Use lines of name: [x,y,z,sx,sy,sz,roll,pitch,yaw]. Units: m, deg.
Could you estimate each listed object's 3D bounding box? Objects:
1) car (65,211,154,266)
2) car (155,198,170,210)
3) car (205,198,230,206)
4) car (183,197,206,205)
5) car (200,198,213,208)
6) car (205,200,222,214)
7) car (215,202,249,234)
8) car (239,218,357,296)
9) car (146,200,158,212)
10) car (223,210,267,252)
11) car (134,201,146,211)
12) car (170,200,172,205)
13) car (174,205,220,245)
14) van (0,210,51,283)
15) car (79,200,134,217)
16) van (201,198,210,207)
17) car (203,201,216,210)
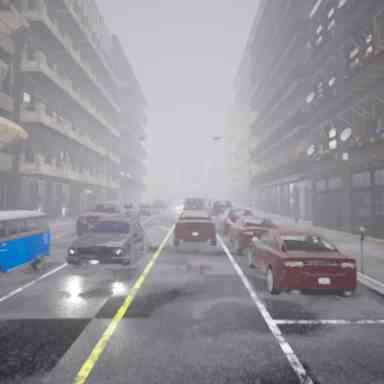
car: [-2.814,1.667,12.255,2.033,1.411,5.357,0,-1,0]
car: [-5.149,1.890,53.084,2.192,1.841,5.009,1,-1,0]
car: [2.637,1.634,30.884,2.192,1.841,5.009,1,-1,0]
car: [0.196,1.584,34.846,2.150,2.045,5.566,0,-1,0]
car: [2.726,2.033,64.070,2.192,1.841,5.009,1,-1,0]
car: [2.664,1.885,41.945,1.967,1.590,4.097,1,-1,0]
car: [2.646,1.641,19.821,1.967,1.590,4.097,1,-1,0]
car: [2.606,1.632,8.759,1.887,1.381,4.507,1,-1,0]
car: [-5.200,1.945,36.493,1.947,1.339,4.313,1,-1,0]
car: [2.621,1.688,14.289,1.887,1.381,4.507,1,-1,0]
car: [-5.223,1.573,25.434,2.192,1.841,5.009,1,-1,0]
car: [-5.140,2.190,58.613,1.887,1.381,4.507,1,-1,0]
car: [0.143,1.643,16.520,1.882,1.535,5.008,0,-1,0]
van: [-5.269,1.427,8.844,1.690,1.788,3.998,1,-1,0]
car: [-5.238,1.514,19.904,2.192,1.841,5.009,1,-1,0]
van: [2.740,2.133,69.601,1.690,1.788,3.998,1,-1,0]
car: [2.691,2.159,53.005,1.802,1.307,4.206,1,-1,0]
